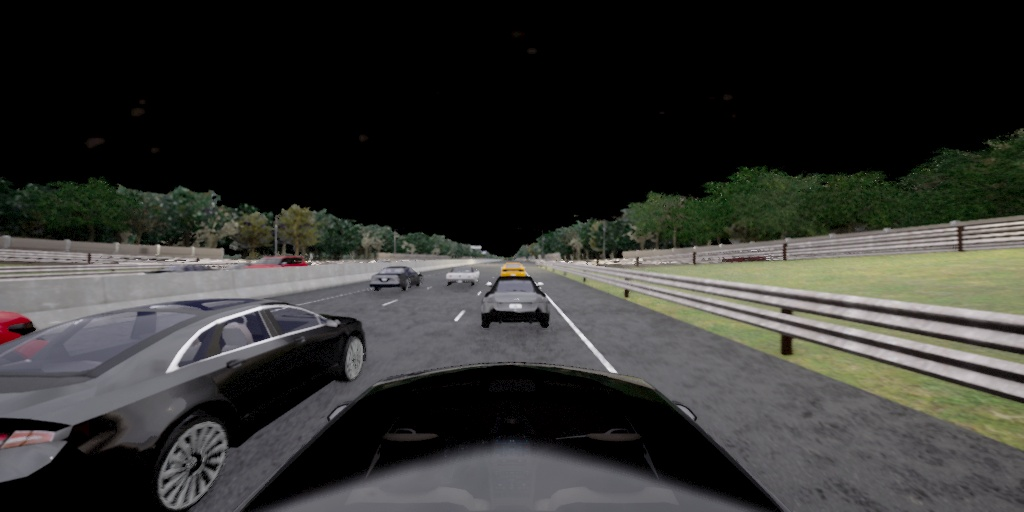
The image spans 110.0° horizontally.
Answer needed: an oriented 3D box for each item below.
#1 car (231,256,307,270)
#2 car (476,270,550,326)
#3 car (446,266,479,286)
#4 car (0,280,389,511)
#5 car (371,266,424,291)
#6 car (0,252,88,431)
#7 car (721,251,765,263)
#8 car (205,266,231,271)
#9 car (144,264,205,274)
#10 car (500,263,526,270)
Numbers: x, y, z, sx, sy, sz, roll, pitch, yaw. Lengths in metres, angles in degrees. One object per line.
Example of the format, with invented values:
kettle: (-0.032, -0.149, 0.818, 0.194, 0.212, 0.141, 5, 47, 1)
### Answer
car: (-17.608, 1.007, 26.853, 2.150, 2.045, 5.566, 0, 0, 0)
car: (0.096, 1.324, 11.667, 1.994, 1.385, 4.181, 0, 0, 0)
car: (-3.409, 1.384, 25.713, 1.895, 1.301, 4.718, 0, 0, 0)
car: (-3.401, 1.244, 4.229, 2.128, 1.511, 4.902, 0, 0, 0)
car: (-6.908, 1.323, 21.908, 2.033, 1.411, 5.357, 0, 0, 0)
car: (-6.901, 0.972, 2.137, 2.150, 2.045, 5.566, 0, 0, 0)
car: (25.980, 0.193, 40.453, 1.812, 1.442, 4.674, 0, -4, -15)
car: (-21.107, 1.294, 28.344, 1.837, 1.490, 4.892, 0, 0, 0)
car: (-24.609, 1.333, 26.842, 2.033, 1.411, 5.357, 0, 0, 0)
car: (0.090, 1.268, 29.087, 1.882, 1.535, 5.008, 0, 0, 0)
